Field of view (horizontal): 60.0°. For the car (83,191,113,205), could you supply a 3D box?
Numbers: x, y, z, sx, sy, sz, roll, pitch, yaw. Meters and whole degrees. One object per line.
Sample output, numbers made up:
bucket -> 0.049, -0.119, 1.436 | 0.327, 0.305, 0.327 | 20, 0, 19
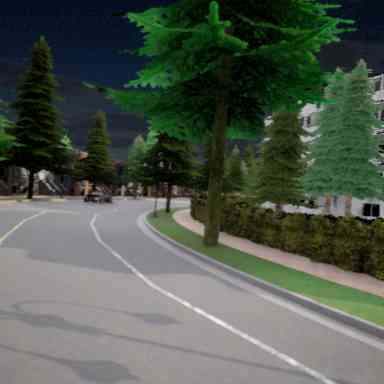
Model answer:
car -> -10.468, 0.650, 37.347 | 1.994, 1.385, 4.181 | 5, 0, 9
